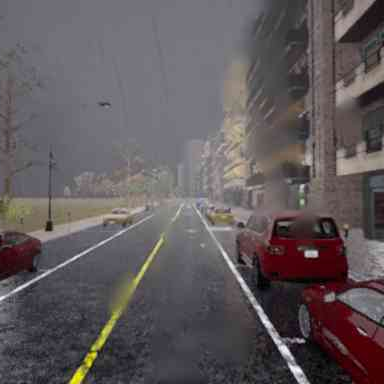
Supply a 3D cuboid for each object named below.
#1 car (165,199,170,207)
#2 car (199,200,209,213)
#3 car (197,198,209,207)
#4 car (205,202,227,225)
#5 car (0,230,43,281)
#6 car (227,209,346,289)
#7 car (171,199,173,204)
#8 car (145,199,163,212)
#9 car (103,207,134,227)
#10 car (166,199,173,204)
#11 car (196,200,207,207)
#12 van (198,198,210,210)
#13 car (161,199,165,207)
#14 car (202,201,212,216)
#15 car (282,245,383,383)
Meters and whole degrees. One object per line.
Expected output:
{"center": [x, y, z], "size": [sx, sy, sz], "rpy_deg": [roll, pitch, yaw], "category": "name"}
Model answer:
{"center": [-6.024, 2.185, 65.278], "size": [1.967, 1.590, 4.097], "rpy_deg": [1, -1, -1], "category": "car"}
{"center": [2.164, 1.963, 37.680], "size": [2.008, 1.369, 4.403], "rpy_deg": [0, -1, -1], "category": "car"}
{"center": [2.102, 1.916, 43.341], "size": [1.967, 1.590, 4.097], "rpy_deg": [0, -1, -1], "category": "car"}
{"center": [2.290, 1.813, 26.530], "size": [1.752, 1.417, 4.829], "rpy_deg": [0, -1, -1], "category": "car"}
{"center": [-5.392, 1.695, 8.743], "size": [1.802, 1.307, 4.206], "rpy_deg": [1, -1, -1], "category": "car"}
{"center": [2.483, 1.413, 9.381], "size": [2.192, 1.841, 5.009], "rpy_deg": [0, -1, -1], "category": "car"}
{"center": [-6.214, 2.379, 82.238], "size": [1.967, 1.590, 4.097], "rpy_deg": [0, -1, -1], "category": "car"}
{"center": [-5.835, 2.105, 48.317], "size": [2.008, 1.369, 4.403], "rpy_deg": [1, -1, -1], "category": "car"}
{"center": [-5.580, 1.825, 25.534], "size": [1.752, 1.417, 4.829], "rpy_deg": [1, -1, -1], "category": "car"}
{"center": [-6.342, 2.612, 93.543], "size": [1.887, 1.381, 4.507], "rpy_deg": [0, -1, -1], "category": "car"}
{"center": [1.847, 2.296, 65.981], "size": [1.947, 1.339, 4.313], "rpy_deg": [0, -1, -1], "category": "car"}
{"center": [1.976, 1.944, 54.663], "size": [1.690, 1.788, 3.998], "rpy_deg": [0, -1, -1], "category": "van"}
{"center": [-5.899, 2.168, 53.970], "size": [2.008, 1.369, 4.403], "rpy_deg": [1, -1, -1], "category": "car"}
{"center": [2.226, 1.876, 32.190], "size": [1.752, 1.417, 4.829], "rpy_deg": [0, -1, -1], "category": "car"}
{"center": [2.545, 1.617, 3.718], "size": [1.802, 1.307, 4.206], "rpy_deg": [0, -1, -1], "category": "car"}
